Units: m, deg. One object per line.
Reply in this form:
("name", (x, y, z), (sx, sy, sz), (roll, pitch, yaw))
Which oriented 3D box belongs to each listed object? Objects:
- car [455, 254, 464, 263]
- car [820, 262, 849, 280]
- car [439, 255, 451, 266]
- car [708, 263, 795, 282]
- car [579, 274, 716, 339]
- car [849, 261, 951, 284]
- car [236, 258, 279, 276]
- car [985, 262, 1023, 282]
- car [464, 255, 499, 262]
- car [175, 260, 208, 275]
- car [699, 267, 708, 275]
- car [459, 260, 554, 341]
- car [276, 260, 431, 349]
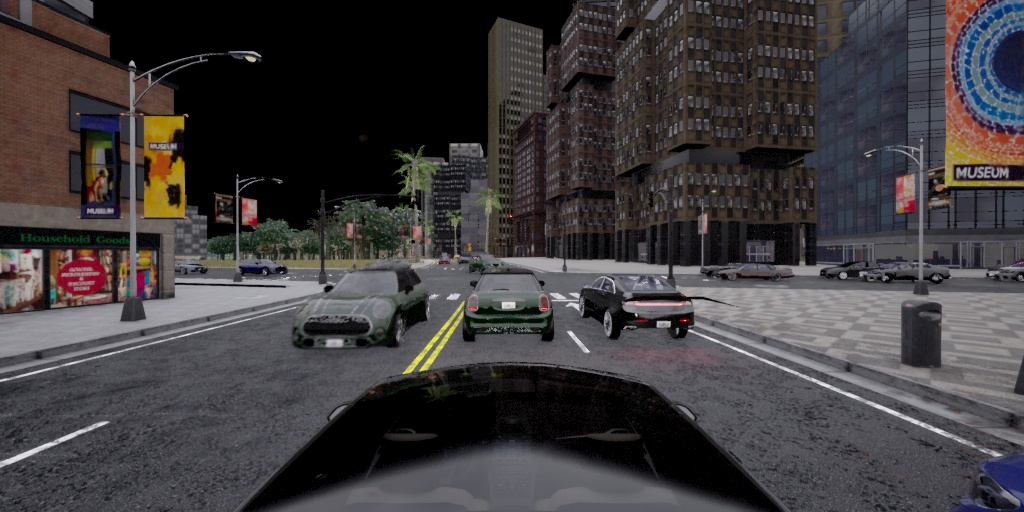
("car", (-8.388, 0.874, 62.392), (2.033, 1.411, 5.357), (0, 1, -9))
("car", (28.367, 1.190, 29.453), (4.892, 1.490, 1.837), (0, 0, 13))
("car", (-11.428, 0.944, 60.786), (1.895, 1.301, 4.718), (0, 1, -9))
("car", (18.930, 1.240, 28.345), (5.357, 1.411, 2.033), (0, 0, 13))
("car", (3.172, 1.241, 10.058), (2.128, 1.511, 4.902), (0, 0, -1))
("car", (28.408, 1.190, 26.105), (4.902, 1.511, 2.128), (0, 0, 13))
("car", (-24.289, 0.994, 34.912), (4.553, 1.767, 2.097), (0, 0, 13))
("car", (39.164, 1.187, 26.893), (4.902, 1.511, 2.128), (0, 0, 14))
("car", (-2.808, 0.876, 37.647), (2.150, 2.045, 5.566), (-1, 1, -28))
("car", (-33.968, 1.184, 37.202), (4.181, 1.385, 1.994), (0, 0, 13))
("car", (19.303, 1.281, 31.597), (4.718, 1.301, 1.895), (0, 0, 11))
("car", (-0.122, 1.102, 10.008), (2.097, 1.767, 4.553), (0, 0, -1))
("car", (-3.505, 1.102, 9.215), (2.097, 1.767, 4.553), (0, 0, -2))
